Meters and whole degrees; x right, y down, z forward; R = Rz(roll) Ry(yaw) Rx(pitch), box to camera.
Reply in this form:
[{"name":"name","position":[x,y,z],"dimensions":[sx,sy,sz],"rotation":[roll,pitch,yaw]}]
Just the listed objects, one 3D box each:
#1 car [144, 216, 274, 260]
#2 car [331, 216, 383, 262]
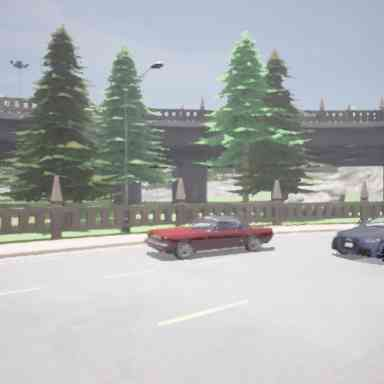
[{"name":"car","position":[0.680,1.588,12.402],"dimensions":[4.718,1.301,1.895],"rotation":[0,0,-29]},{"name":"car","position":[7.007,1.544,11.625],"dimensions":[4.181,1.385,1.994],"rotation":[0,0,-21]}]
